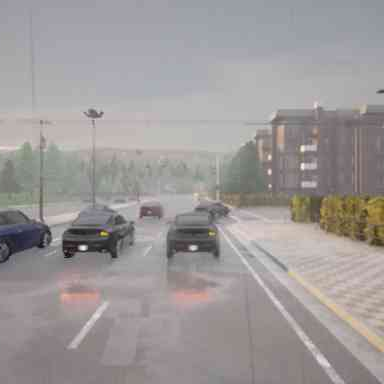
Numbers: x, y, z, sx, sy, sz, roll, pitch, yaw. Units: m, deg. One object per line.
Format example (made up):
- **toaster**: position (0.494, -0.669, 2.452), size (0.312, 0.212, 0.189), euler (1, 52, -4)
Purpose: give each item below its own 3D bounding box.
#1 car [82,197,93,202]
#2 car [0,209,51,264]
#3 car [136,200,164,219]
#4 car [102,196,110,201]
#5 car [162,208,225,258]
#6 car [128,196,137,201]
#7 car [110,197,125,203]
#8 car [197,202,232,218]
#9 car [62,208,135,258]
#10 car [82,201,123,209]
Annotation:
- **car**: position (-23.350, 1.850, 75.009), size (1.994, 1.385, 4.181), euler (0, 0, 0)
- **car**: position (-6.950, 1.400, 12.102), size (2.097, 1.767, 4.553), euler (0, 0, 0)
- **car**: position (-3.647, 1.599, 30.670), size (1.882, 1.535, 5.008), euler (0, 0, -1)
- **car**: position (-23.355, 1.853, 91.526), size (1.994, 1.385, 4.181), euler (0, 0, 0)
- **car**: position (0.054, 1.554, 12.938), size (1.837, 1.490, 4.892), euler (0, -1, 0)
- **car**: position (-16.355, 1.839, 91.561), size (2.033, 1.411, 5.357), euler (0, 0, 0)
- **car**: position (-16.350, 1.775, 75.082), size (1.882, 1.535, 5.008), euler (0, 0, 0)
- **car**: position (1.858, 1.621, 28.901), size (1.837, 1.490, 4.892), euler (-2, -1, 28)
- **car**: position (-3.446, 1.555, 12.985), size (1.837, 1.490, 4.892), euler (0, -1, 0)
- **car**: position (-7.058, 1.649, 25.376), size (2.033, 1.411, 5.357), euler (0, 0, 0)
